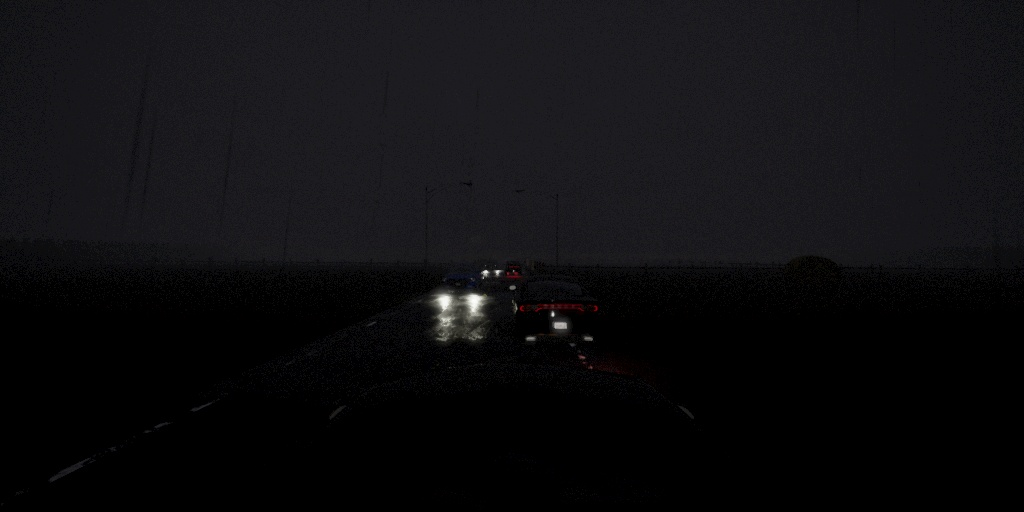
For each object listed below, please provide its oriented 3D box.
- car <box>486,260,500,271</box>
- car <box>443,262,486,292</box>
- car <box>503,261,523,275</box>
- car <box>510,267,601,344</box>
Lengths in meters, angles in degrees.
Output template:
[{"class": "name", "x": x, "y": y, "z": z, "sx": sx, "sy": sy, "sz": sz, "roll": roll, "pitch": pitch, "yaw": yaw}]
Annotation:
[{"class": "car", "x": -2.743, "y": 1.246, "z": 49.648, "sx": 1.837, "sy": 1.490, "sz": 4.892, "roll": 0, "pitch": 0, "yaw": 0}, {"class": "car", "x": -2.848, "y": 1.227, "z": 21.419, "sx": 1.882, "sy": 1.535, "sz": 5.008, "roll": 0, "pitch": 0, "yaw": 0}, {"class": "car", "x": 0.103, "y": 1.250, "z": 38.748, "sx": 1.837, "sy": 1.490, "sz": 4.892, "roll": 0, "pitch": 0, "yaw": -2}, {"class": "car", "x": 0.963, "y": 1.228, "z": 9.580, "sx": 1.882, "sy": 1.535, "sz": 5.008, "roll": 0, "pitch": 0, "yaw": 0}]
